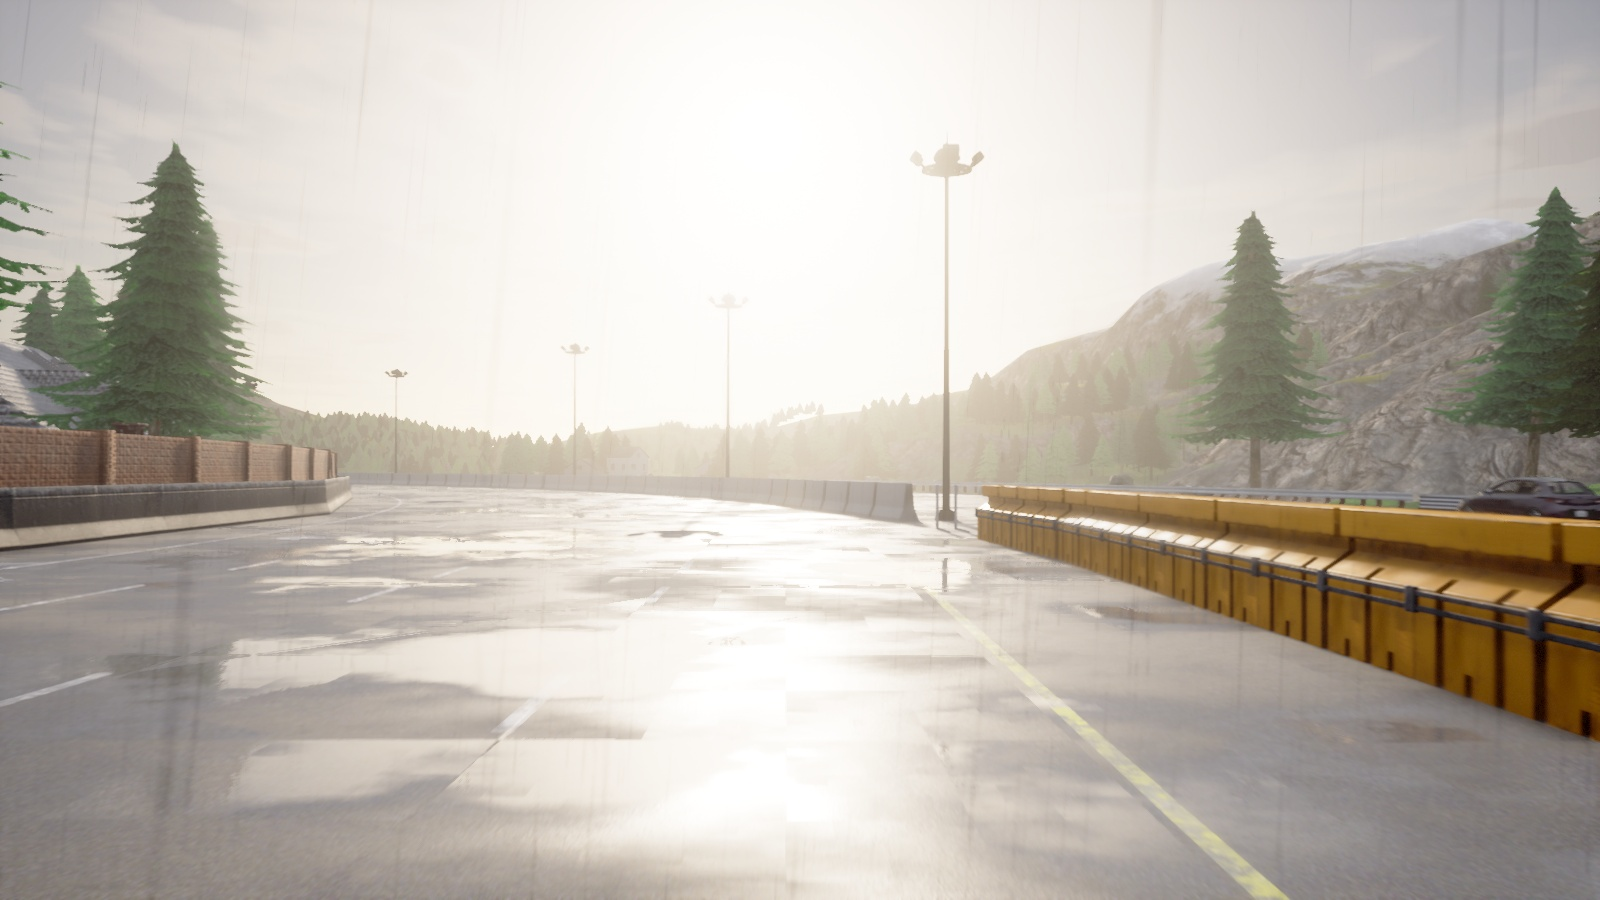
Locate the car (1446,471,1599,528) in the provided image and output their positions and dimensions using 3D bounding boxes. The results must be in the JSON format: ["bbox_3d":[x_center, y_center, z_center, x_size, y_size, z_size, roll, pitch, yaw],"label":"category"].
[{"bbox_3d":[20.018,1.329,34.729,1.816,1.474,4.193,0,-1,-6],"label":"car"}]
